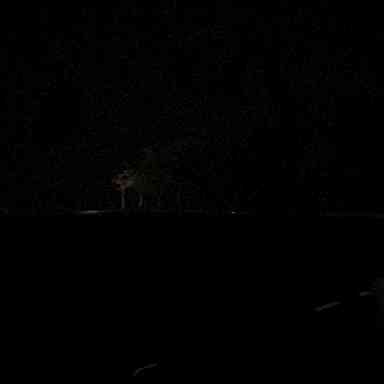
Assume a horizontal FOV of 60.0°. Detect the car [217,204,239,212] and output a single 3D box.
[{"bbox_3d":[6.143,2.734,56.956,1.994,1.385,4.181,0,-2,-36],"label":"car"}]
